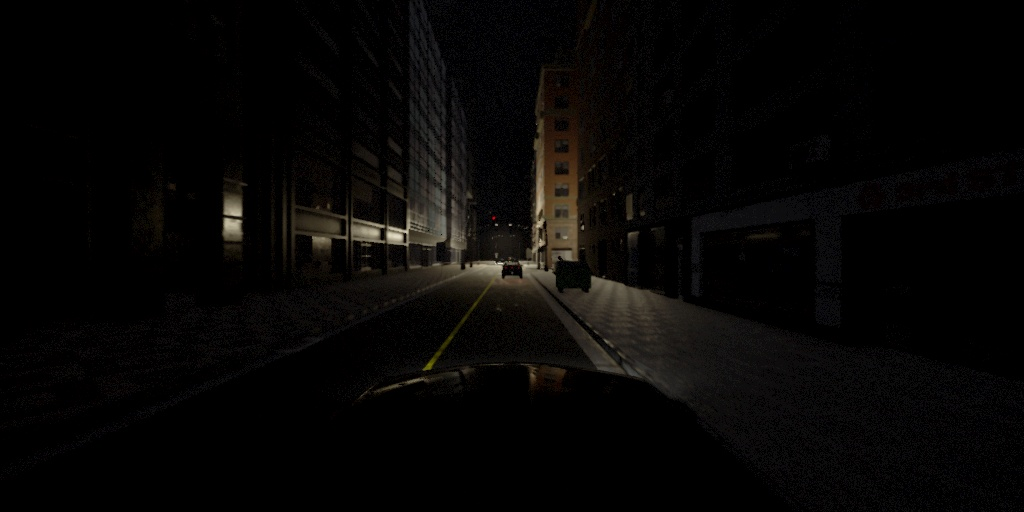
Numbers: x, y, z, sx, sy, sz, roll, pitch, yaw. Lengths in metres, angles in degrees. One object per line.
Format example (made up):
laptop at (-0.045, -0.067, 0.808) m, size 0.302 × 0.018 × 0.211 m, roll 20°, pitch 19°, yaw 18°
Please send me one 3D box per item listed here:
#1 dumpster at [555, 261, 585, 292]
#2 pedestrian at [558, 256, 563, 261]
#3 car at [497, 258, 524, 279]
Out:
dumpster at (3.131, 1.129, 19.564) m, size 1.020 × 1.700 × 1.940 m, roll 0°, pitch 0°, yaw 0°
pedestrian at (2.870, 0.873, 20.885) m, size 0.375 × 1.860 × 0.375 m, roll 0°, pitch 0°, yaw -10°
car at (0.034, 1.207, 32.073) m, size 2.128 × 1.511 × 4.902 m, roll 0°, pitch 0°, yaw 0°
